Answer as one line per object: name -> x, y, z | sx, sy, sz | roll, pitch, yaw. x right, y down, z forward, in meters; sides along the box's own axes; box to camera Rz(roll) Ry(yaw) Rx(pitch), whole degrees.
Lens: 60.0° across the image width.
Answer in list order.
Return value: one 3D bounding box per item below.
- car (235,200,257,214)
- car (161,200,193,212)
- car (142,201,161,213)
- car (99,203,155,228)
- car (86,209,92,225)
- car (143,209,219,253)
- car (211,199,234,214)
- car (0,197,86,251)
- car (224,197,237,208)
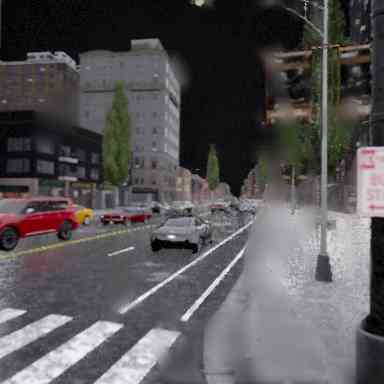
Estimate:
car -> 7.042, 2.034, 41.906 | 2.033, 1.411, 5.357 | 1, -1, 15
car -> -1.312, 1.666, 36.173 | 2.097, 1.767, 4.553 | 1, -1, 14
car -> -4.710, 1.751, 36.054 | 2.128, 1.511, 4.902 | 1, 0, 15
car -> -4.713, 1.747, 24.097 | 1.895, 1.301, 4.718 | 1, -1, 16
car -> -8.647, 1.552, 22.206 | 1.882, 1.535, 5.008 | 1, -1, 16
car -> -0.291, 1.682, 14.423 | 1.994, 1.385, 4.181 | 1, -1, 14
car -> 3.618, 1.939, 41.639 | 1.837, 1.490, 4.892 | 1, -1, 15
car -> -7.433, 1.244, 14.733 | 2.150, 2.045, 5.566 | 1, -1, 18
car -> 6.047, 1.797, 51.757 | 2.150, 2.045, 5.566 | 1, -1, 13
